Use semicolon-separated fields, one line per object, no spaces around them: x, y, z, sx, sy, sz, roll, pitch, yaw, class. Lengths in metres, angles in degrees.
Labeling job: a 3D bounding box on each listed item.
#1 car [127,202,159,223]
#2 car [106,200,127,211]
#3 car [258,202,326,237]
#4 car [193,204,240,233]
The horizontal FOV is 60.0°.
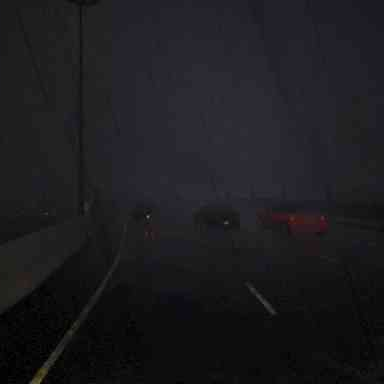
-3.749;1.515;26.108;1.837;1.490;4.892;0;0;-15;car
-9.498;1.627;41.881;1.895;1.301;4.718;0;0;-25;car
5.215;1.337;18.033;2.097;1.767;4.553;0;0;-10;car
1.342;1.473;19.893;1.882;1.535;5.008;0;0;-11;car
